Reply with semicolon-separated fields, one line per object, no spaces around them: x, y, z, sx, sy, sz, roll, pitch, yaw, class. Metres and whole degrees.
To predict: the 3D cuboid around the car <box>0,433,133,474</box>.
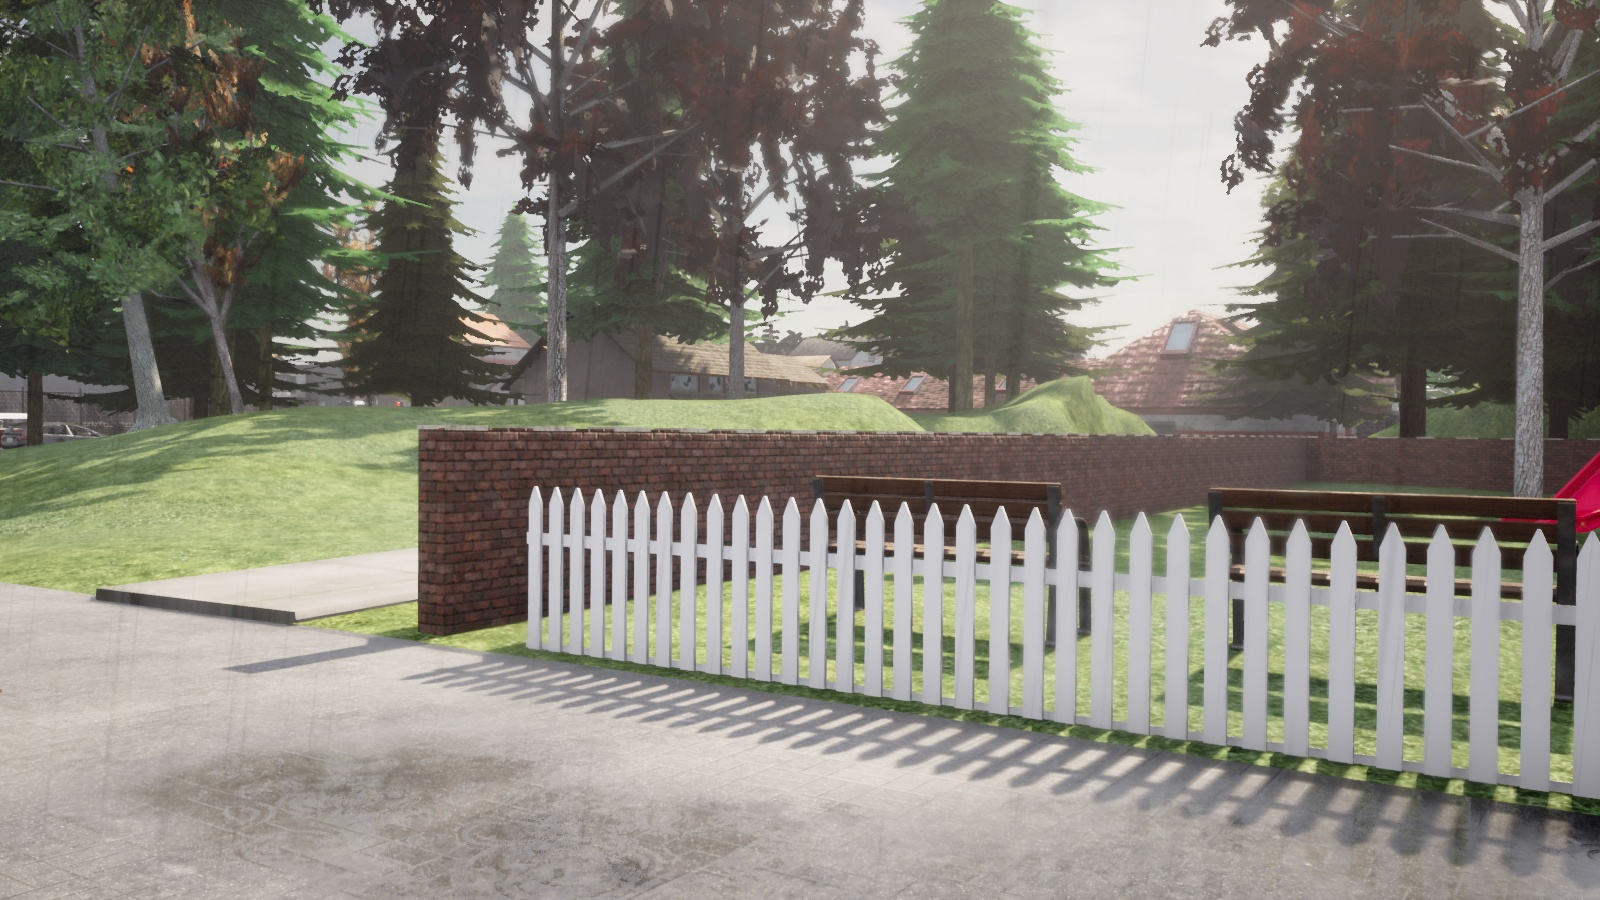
-31.537;0.125;53.893;2.242;1.667;4.611;0;1;33;car

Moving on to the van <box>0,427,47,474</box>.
-35.754;0.031;54.775;2.069;2.038;4.480;0;1;34;van
